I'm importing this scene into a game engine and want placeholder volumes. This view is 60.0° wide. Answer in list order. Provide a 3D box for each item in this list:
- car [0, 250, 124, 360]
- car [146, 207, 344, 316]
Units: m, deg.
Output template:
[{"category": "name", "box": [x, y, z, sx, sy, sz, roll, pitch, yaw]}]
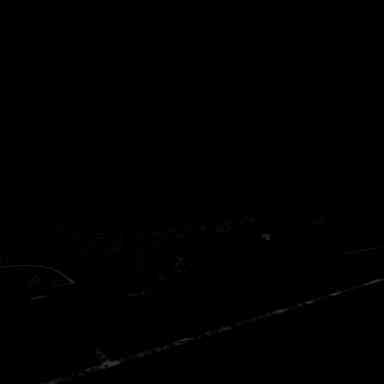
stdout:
[{"category": "car", "box": [-3.105, 1.551, 4.434, 4.403, 1.369, 2.008, 0, 0, -35]}, {"category": "car", "box": [1.471, 1.315, 7.679, 5.009, 1.841, 2.192, 0, 0, -35]}]
